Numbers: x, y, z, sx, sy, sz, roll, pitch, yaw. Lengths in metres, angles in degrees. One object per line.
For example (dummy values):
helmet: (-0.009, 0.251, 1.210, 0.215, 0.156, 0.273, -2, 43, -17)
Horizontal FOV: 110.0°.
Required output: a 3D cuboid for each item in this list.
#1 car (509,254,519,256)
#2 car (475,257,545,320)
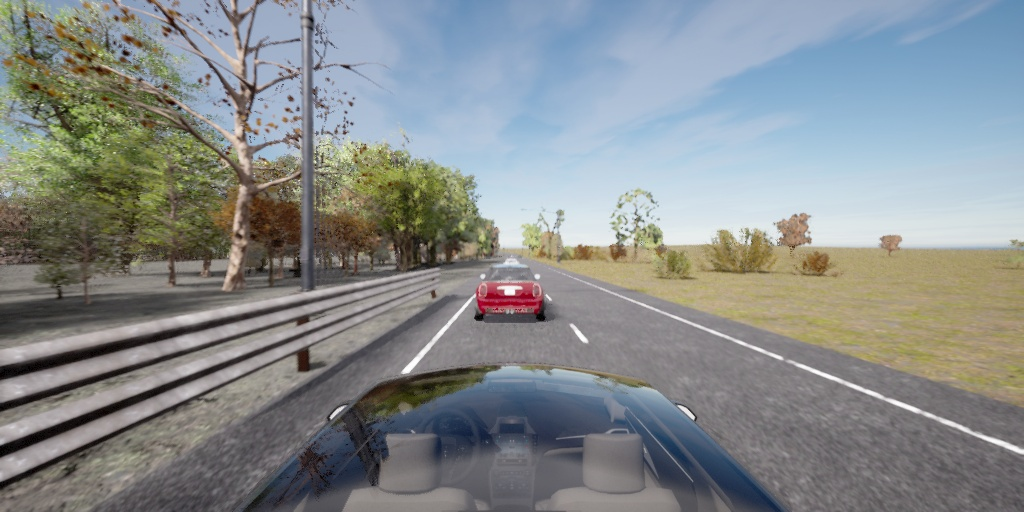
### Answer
car: (-0.046, 0.919, 64.663, 1.812, 1.442, 4.674, 0, 0, 0)
car: (-0.060, 1.046, 12.480, 2.097, 1.767, 4.553, 0, 0, 0)
